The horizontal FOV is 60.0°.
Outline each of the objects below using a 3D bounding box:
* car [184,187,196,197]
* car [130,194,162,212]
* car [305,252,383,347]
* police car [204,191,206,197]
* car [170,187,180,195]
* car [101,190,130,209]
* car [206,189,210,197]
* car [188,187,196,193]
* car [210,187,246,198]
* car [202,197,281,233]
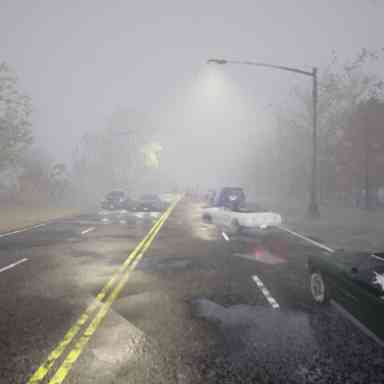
[{"bbox_3d":[-0.376,0.134,58.630,2.033,1.411,5.357,0,3,1],"label":"car"},{"bbox_3d":[-3.703,0.882,29.095,2.033,1.411,5.357,0,1,-1],"label":"car"},{"bbox_3d":[3.204,1.459,4.559,1.895,1.301,4.718,1,1,-1],"label":"car"},{"bbox_3d":[2.817,0.358,48.443,2.038,1.542,4.974,0,1,0],"label":"police car"},{"bbox_3d":[-3.504,-0.275,69.951,1.882,1.535,5.008,0,1,1],"label":"car"},{"bbox_3d":[-6.962,0.641,31.121,2.097,1.767,4.553,0,1,0],"label":"car"},{"bbox_3d":[2.836,0.640,37.479,1.812,1.442,4.674,0,1,0],"label":"car"},{"bbox_3d":[-0.049,-0.462,81.548,1.812,1.442,4.674,0,2,1],"label":"car"},{"bbox_3d":[2.924,0.591,26.541,2.150,2.045,5.566,0,1,-1],"label":"car"},{"bbox_3d":[2.259,1.169,16.796,1.895,1.301,4.718,0,1,-24],"label":"car"}]
